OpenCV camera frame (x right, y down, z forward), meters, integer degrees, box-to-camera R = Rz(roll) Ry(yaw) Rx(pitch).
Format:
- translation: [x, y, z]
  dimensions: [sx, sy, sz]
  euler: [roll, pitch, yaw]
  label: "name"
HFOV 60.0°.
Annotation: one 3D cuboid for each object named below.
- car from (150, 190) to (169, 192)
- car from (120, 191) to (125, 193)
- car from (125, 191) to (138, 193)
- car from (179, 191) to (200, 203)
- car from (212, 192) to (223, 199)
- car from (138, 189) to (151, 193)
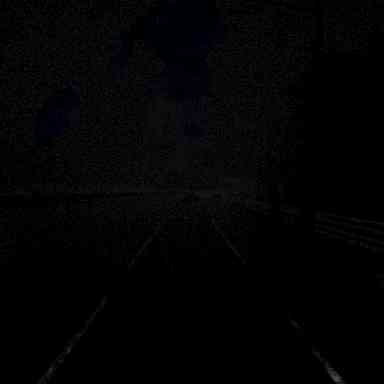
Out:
- translation: [-8.677, 0.497, 88.743]
  dimensions: [1.882, 1.535, 5.008]
  euler: [1, 1, 15]
  label: "car"
- translation: [-18.797, 0.459, 91.546]
  dimensions: [1.994, 1.385, 4.181]
  euler: [1, 1, 15]
  label: "car"
- translation: [-15.424, 0.469, 90.611]
  dimensions: [2.128, 1.511, 4.902]
  euler: [1, 1, 15]
  label: "car"
- translation: [-0.242, 0.986, 53.651]
  dimensions: [2.033, 1.411, 5.357]
  euler: [1, 1, 15]
  label: "car"
- translation: [5.647, 0.801, 74.908]
  dimensions: [1.812, 1.442, 4.674]
  euler: [1, 1, 15]
  label: "car"
- translation: [-12.051, 0.506, 89.677]
  dimensions: [1.812, 1.442, 4.674]
  euler: [1, 1, 15]
  label: "car"
